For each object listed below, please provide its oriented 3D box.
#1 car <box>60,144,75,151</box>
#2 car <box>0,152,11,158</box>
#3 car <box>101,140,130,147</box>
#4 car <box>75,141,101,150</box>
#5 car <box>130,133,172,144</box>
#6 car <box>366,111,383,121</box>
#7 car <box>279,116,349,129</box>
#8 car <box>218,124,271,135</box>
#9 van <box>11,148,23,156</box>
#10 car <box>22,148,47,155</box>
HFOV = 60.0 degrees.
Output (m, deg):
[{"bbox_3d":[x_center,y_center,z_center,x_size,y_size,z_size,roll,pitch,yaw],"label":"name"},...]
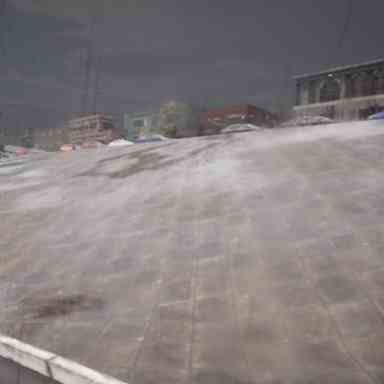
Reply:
[{"bbox_3d":[-16.108,-5.716,45.121,4.553,1.767,2.185,3,2,42],"label":"car"},{"bbox_3d":[-32.417,-6.232,59.963,4.674,1.452,2.002,2,2,42],"label":"car"},{"bbox_3d":[-7.835,-5.179,37.594,4.674,1.452,2.002,3,2,42],"label":"car"},{"bbox_3d":[-12.027,-5.535,41.408,4.553,1.767,2.185,3,2,42],"label":"car"},{"bbox_3d":[-3.770,-5.160,33.895,4.553,1.767,2.185,3,2,42],"label":"car"},{"bbox_3d":[12.575,-4.207,19.186,4.674,1.452,2.002,3,2,41],"label":"car"},{"bbox_3d":[8.400,-4.464,22.832,4.892,1.521,2.231,3,2,42],"label":"car"},{"bbox_3d":[4.315,-4.664,26.538,4.892,1.521,2.231,3,2,42],"label":"car"},{"bbox_3d":[-28.241,-6.331,56.161,4.442,1.987,1.878,2,2,42],"label":"van"},{"bbox_3d":[-24.255,-5.940,52.535,4.892,1.521,2.231,2,2,42],"label":"car"}]
